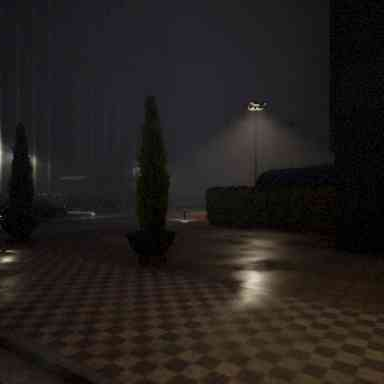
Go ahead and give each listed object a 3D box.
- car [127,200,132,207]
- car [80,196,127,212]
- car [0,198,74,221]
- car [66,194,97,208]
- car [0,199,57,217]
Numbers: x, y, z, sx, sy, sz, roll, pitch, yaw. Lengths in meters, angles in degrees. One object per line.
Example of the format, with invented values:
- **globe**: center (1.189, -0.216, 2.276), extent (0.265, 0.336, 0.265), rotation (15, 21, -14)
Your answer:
- **car**: center (-8.062, 1.491, 49.628), extent (2.128, 1.511, 4.902), rotation (0, 0, 35)
- **car**: center (-10.511, 1.505, 40.004), extent (1.837, 1.490, 4.892), rotation (0, 0, 35)
- **car**: center (-11.959, 1.491, 25.319), extent (2.128, 1.511, 4.902), rotation (0, 0, 35)
- **car**: center (-14.055, 1.221, 41.047), extent (2.150, 2.045, 5.566), rotation (0, 0, 35)
- **car**: center (-15.842, 1.505, 32.344), extent (1.837, 1.490, 4.892), rotation (0, 0, 35)
